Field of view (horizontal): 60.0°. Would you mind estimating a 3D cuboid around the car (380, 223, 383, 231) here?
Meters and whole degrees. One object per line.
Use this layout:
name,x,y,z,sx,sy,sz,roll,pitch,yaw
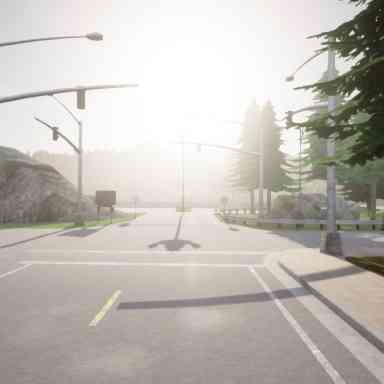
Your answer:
car,15.040,2.057,21.130,5.357,1.411,2.033,0,-1,-2
